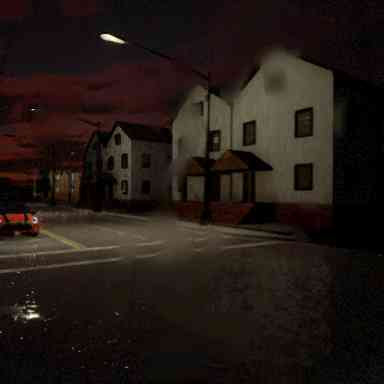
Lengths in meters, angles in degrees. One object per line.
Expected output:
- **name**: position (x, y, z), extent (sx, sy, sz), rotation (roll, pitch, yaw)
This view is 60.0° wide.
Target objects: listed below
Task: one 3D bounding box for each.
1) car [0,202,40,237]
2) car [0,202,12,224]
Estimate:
- **car**: position (-9.517, 1.376, 17.520), extent (2.097, 1.767, 4.553), rotation (1, 0, -35)
- **car**: position (-15.265, 1.550, 25.657), extent (1.812, 1.442, 4.674), rotation (1, 0, -35)
